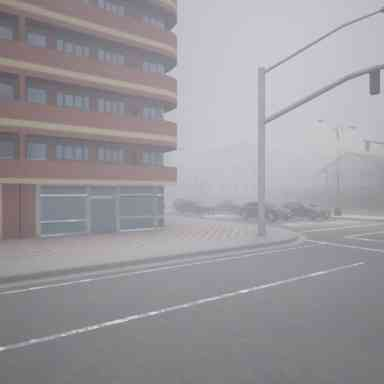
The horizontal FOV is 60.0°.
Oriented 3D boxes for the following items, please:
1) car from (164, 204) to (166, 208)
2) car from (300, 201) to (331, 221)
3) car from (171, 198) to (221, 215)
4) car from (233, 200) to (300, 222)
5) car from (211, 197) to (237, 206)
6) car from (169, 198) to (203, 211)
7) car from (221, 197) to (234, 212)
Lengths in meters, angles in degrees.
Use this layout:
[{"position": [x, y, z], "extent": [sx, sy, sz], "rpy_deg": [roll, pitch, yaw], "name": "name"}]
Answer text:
[{"position": [-5.392, 1.547, 43.038], "extent": [2.033, 1.411, 5.357], "rpy_deg": [0, 0, -34], "name": "car"}, {"position": [9.279, 1.526, 27.914], "extent": [1.812, 1.442, 4.674], "rpy_deg": [0, 0, -34], "name": "car"}, {"position": [0.321, 1.545, 34.738], "extent": [2.033, 1.411, 5.357], "rpy_deg": [0, 0, -34], "name": "car"}, {"position": [5.844, 1.505, 26.709], "extent": [1.837, 1.490, 4.892], "rpy_deg": [0, 0, -34], "name": "car"}, {"position": [5.246, 1.564, 54.380], "extent": [1.994, 1.385, 4.181], "rpy_deg": [0, 0, -35], "name": "car"}, {"position": [-0.839, 1.505, 42.595], "extent": [1.837, 1.490, 4.892], "rpy_deg": [0, 0, -35], "name": "car"}, {"position": [4.344, 1.526, 35.085], "extent": [1.812, 1.442, 4.674], "rpy_deg": [0, 0, -34], "name": "car"}]
